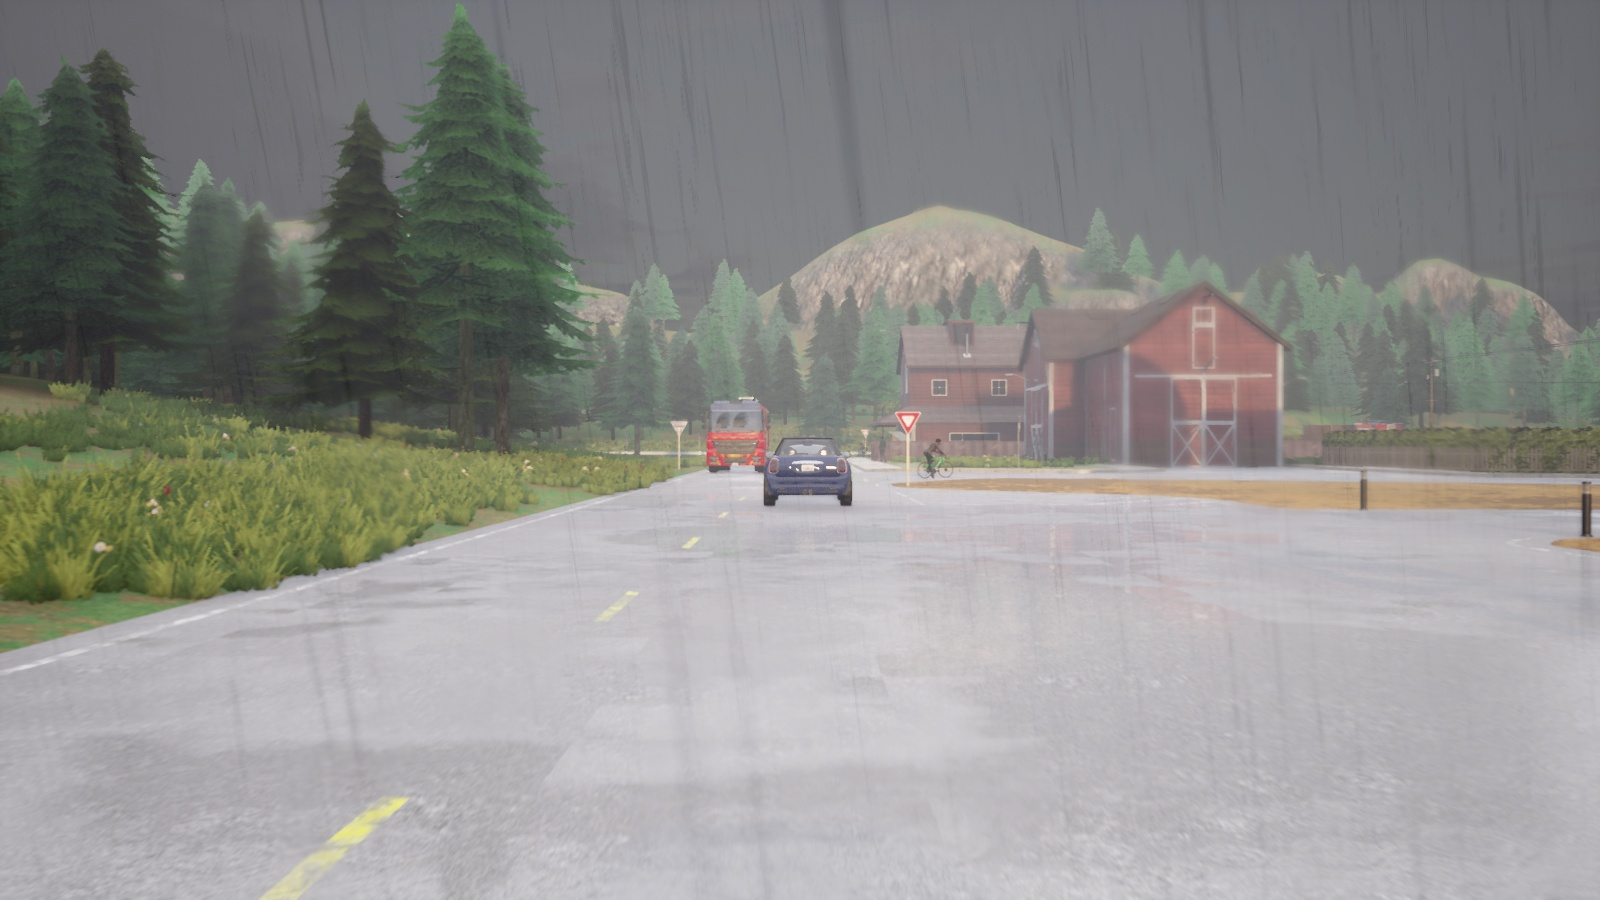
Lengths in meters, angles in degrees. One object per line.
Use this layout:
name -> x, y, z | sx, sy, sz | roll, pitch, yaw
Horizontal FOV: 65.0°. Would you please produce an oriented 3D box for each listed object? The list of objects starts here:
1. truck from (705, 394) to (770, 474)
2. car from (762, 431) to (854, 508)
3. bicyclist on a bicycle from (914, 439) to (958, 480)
truck -> -3.116, -0.786, 64.629 | 2.891, 3.827, 8.468 | 0, 0, 0
car -> 0.192, 0.430, 30.991 | 2.097, 1.767, 4.553 | 0, 0, 0
bicyclist on a bicycle -> 5.532, 0.365, 51.064 | 1.656, 1.620, 0.582 | -1, 1, -22
